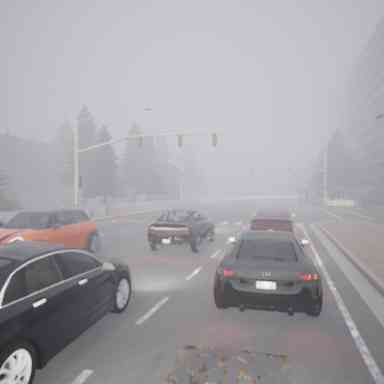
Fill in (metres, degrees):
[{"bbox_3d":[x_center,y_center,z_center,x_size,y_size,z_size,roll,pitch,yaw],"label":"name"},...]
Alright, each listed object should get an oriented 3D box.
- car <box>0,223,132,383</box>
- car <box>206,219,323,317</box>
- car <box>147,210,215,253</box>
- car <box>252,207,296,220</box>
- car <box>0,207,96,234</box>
[{"bbox_3d":[-2.439,1.508,4.922,1.837,1.490,4.892,0,0,10],"label":"car"},{"bbox_3d":[1.732,1.570,7.651,1.994,1.385,4.181,0,0,13],"label":"car"},{"bbox_3d":[-0.275,1.501,13.891,2.128,1.511,4.902,0,0,15],"label":"car"},{"bbox_3d":[3.992,1.490,16.313,1.882,1.535,5.008,0,0,17],"label":"car"},{"bbox_3d":[-4.975,1.359,10.884,2.097,1.767,4.553,0,0,15],"label":"car"}]
